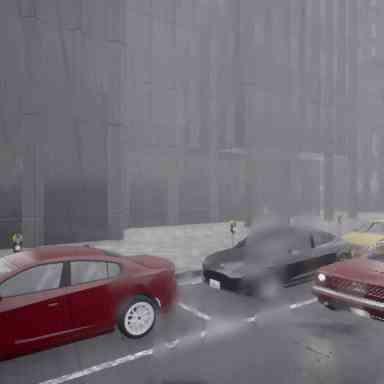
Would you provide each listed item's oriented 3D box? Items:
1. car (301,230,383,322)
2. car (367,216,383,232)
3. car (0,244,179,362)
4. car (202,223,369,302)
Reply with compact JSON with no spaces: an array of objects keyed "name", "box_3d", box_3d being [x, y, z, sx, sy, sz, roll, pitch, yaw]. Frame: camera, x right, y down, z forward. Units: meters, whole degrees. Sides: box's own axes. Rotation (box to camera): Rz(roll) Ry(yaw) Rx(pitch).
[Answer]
[{"name":"car","box_3d":[4.463,1.602,6.570,4.718,1.301,1.895,0,0,-36]},{"name":"car","box_3d":[6.701,1.528,11.445,4.829,1.417,1.752,0,0,-36]},{"name":"car","box_3d":[-2.332,1.545,4.989,4.507,1.381,1.887,0,0,-36]},{"name":"car","box_3d":[2.254,1.567,8.266,4.313,1.339,1.947,0,0,-36]}]
